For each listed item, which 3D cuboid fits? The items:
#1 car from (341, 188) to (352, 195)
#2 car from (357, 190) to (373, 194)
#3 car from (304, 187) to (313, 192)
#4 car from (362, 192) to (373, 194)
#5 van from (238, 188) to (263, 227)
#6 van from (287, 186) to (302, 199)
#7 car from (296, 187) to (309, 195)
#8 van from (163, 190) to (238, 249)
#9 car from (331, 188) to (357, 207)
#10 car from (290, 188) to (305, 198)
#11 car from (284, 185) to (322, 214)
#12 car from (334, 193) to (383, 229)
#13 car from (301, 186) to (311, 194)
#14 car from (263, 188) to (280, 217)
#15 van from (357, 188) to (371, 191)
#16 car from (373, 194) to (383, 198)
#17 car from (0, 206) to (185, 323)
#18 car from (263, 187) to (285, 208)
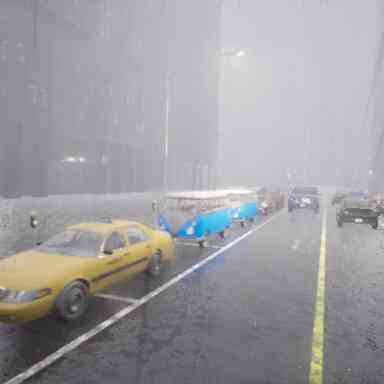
[{"bbox_3d":[35.675,-0.188,76.830,1.947,1.339,4.313,2,2,22],"label":"car"},{"bbox_3d":[18.712,0.832,35.027,1.947,1.339,4.313,2,2,22],"label":"car"},{"bbox_3d":[29.899,-0.665,85.250,1.947,1.339,4.313,2,2,22],"label":"car"},{"bbox_3d":[16.591,0.975,29.802,1.802,1.307,4.206,2,2,22],"label":"car"},{"bbox_3d":[2.338,0.767,17.308,1.690,1.788,3.998,2,2,22],"label":"van"},{"bbox_3d":[15.061,0.007,48.663,1.690,1.788,3.998,2,2,22],"label":"van"},{"bbox_3d":[21.416,-0.149,64.347,1.947,1.339,4.313,2,2,22],"label":"car"},{"bbox_3d":[0.218,0.894,12.083,1.690,1.788,3.998,2,2,22],"label":"van"},{"bbox_3d":[15.299,0.719,33.762,1.837,1.490,4.892,3,3,22],"label":"car"},{"bbox_3d":[17.176,0.084,53.895,1.887,1.381,4.507,2,2,22],"label":"car"},{"bbox_3d":[8.902,0.522,26.119,2.150,2.045,5.566,3,2,22],"label":"car"},{"bbox_3d":[9.088,1.088,18.473,1.837,1.490,4.892,3,2,22],"label":"car"},{"bbox_3d":[25.660,-0.531,74.794,1.967,1.590,4.097,2,2,22],"label":"car"},{"bbox_3d":[4.456,0.740,22.537,1.967,1.590,4.097,2,2,22],"label":"car"},{"bbox_3d":[20.838,0.481,40.244,1.690,1.788,3.998,2,2,22],"label":"van"},{"bbox_3d":[14.471,1.102,24.576,1.802,1.307,4.206,2,2,22],"label":"car"},{"bbox_3d":[-1.971,1.208,6.706,1.752,1.417,4.829,2,2,22],"label":"car"},{"bbox_3d":[6.580,0.488,27.759,2.192,1.841,5.009,2,2,22],"label":"car"}]
